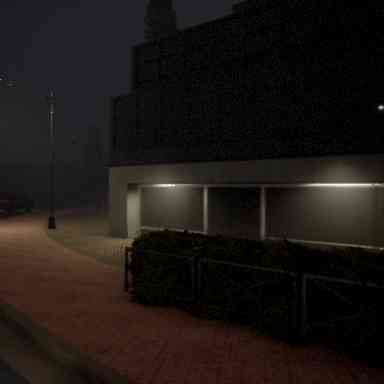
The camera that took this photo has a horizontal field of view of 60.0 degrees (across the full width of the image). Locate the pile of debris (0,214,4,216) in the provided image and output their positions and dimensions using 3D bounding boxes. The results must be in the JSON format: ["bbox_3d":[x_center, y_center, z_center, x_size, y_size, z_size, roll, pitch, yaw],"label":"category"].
[{"bbox_3d":[-16.942,1.957,27.881,1.500,0.140,1.860,0,0,-7],"label":"pile of debris"}]

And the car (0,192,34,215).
[{"bbox_3d":[-16.995,0.991,31.213,2.150,2.045,5.566,0,0,-2],"label":"car"}]
